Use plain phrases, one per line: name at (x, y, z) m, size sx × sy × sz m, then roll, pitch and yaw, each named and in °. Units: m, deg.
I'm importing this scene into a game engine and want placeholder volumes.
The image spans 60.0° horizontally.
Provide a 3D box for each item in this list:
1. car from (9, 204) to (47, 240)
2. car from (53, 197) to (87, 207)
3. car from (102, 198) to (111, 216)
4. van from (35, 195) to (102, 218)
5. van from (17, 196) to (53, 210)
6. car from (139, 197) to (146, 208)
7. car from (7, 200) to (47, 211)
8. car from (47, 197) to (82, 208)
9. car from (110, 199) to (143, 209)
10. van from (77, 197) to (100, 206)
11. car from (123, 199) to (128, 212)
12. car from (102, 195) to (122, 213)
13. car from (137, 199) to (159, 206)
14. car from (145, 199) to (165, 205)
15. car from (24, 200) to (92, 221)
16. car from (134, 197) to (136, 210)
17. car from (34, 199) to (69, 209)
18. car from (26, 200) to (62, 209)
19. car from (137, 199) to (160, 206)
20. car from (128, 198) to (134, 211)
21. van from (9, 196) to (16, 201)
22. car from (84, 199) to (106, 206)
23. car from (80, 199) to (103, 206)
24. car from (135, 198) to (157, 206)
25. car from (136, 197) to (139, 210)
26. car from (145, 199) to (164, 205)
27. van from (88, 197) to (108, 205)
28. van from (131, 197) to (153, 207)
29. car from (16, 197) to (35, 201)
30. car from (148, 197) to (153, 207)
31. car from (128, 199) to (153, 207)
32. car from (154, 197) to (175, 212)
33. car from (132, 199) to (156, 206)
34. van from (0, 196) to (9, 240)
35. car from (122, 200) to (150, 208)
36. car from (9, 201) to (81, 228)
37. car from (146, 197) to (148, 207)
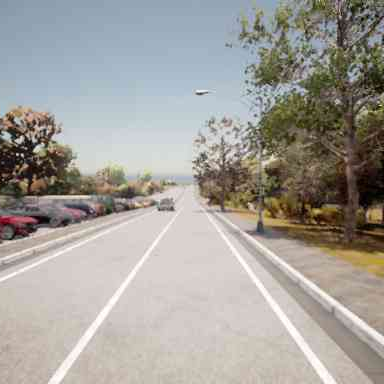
car at (-10.327, 1.508, 16.590) m, size 5.008 × 1.535 × 2.097 m, roll 0°, pitch 0°, yaw 0°
car at (-23.343, 1.913, 63.858) m, size 5.566 × 2.045 × 2.435 m, roll 0°, pitch -1°, yaw 0°
car at (-10.342, 1.582, 30.477) m, size 4.792 × 1.488 × 2.163 m, roll 0°, pitch -1°, yaw 0°
van at (-10.198, 1.318, 27.696) m, size 4.442 × 1.987 × 1.878 m, roll 0°, pitch 0°, yaw 0°
van at (-23.497, 1.670, 49.883) m, size 4.442 × 1.987 × 1.878 m, roll 0°, pitch -1°, yaw 0°
car at (-10.115, 1.893, 49.881) m, size 5.366 × 1.575 × 1.946 m, roll 0°, pitch -1°, yaw 0°
car at (-23.380, 1.885, 47.234) m, size 4.674 × 1.452 × 2.002 m, roll 0°, pitch -1°, yaw 0°
car at (-23.345, 1.860, 61.089) m, size 5.566 × 2.045 × 2.435 m, roll 0°, pitch -1°, yaw 0°
car at (-10.292, 1.951, 52.657) m, size 4.892 × 1.521 × 2.231 m, roll 0°, pitch -1°, yaw 0°
van at (-23.256, 2.155, 74.951) m, size 4.442 × 1.987 × 1.878 m, roll 0°, pitch -1°, yaw 0°
car at (-10.310, 1.723, 38.778) m, size 4.674 × 1.452 × 2.002 m, roll 0°, pitch -1°, yaw 0°
car at (-10.339, 1.325, 33.232) m, size 5.566 × 2.045 × 2.435 m, roll 0°, pitch -1°, yaw 0°
car at (-10.277, 2.440, 77.639) m, size 4.892 × 1.521 × 2.231 m, roll 0°, pitch -1°, yaw 0°
car at (-10.458, 2.881, 94.279) m, size 5.366 × 1.575 × 1.946 m, roll 0°, pitch -2°, yaw 0°
car at (-10.319, 1.575, 24.919) m, size 4.674 × 1.452 × 2.002 m, roll 0°, pitch 0°, yaw 0°
car at (-10.273, 1.664, 44.333) m, size 4.553 × 1.767 × 2.185 m, roll 0°, pitch -1°, yaw 0°
car at (-23.371, 2.005, 55.543) m, size 5.008 × 1.535 × 2.097 m, roll 0°, pitch -1°, yaw 0°
car at (-23.381, 1.989, 52.648) m, size 4.674 × 1.452 × 2.002 m, roll 0°, pitch -1°, yaw 0°
car at (-10.466, 2.501, 80.406) m, size 5.366 × 1.575 × 1.946 m, roll 0°, pitch -1°, yaw 0°
car at (-10.300, 1.736, 41.554) m, size 5.008 × 1.535 × 2.097 m, roll 0°, pitch -1°, yaw 0°
van at (-23.504, 1.457, 38.805) m, size 4.442 × 1.987 × 1.878 m, roll 0°, pitch -1°, yaw 0°
car at (-23.390, 2.532, 80.336) m, size 4.792 × 1.488 × 2.163 m, roll 0°, pitch -2°, yaw 0°
car at (-23.392, 2.469, 77.697) m, size 4.792 × 1.488 × 2.163 m, roll 0°, pitch -1°, yaw 0°
car at (-10.316, 2.254, 74.862) m, size 4.553 × 1.767 × 2.185 m, roll 0°, pitch -1°, yaw 0°
car at (-10.271, 1.717, 47.108) m, size 4.553 × 1.767 × 2.185 m, roll 0°, pitch -1°, yaw 0°
car at (-10.280, 2.807, 91.503) m, size 4.892 × 1.521 × 2.231 m, roll 0°, pitch -2°, yaw 0°
van at (-23.476, 2.348, 83.113) m, size 4.442 × 1.987 × 1.878 m, roll 0°, pitch -1°, yaw 0°
van at (-10.405, 2.044, 69.315) m, size 4.442 × 1.987 × 1.878 m, roll 0°, pitch -1°, yaw 0°
car at (-23.357, 1.485, 41.575) m, size 5.566 × 2.045 × 2.435 m, roll 0°, pitch -1°, yaw 0°
car at (-10.110, 2.053, 58.208) m, size 5.366 × 1.575 × 1.946 m, roll 0°, pitch -1°, yaw 0°
car at (-10.261, 2.246, 66.535) m, size 4.792 × 1.488 × 2.163 m, roll 0°, pitch -1°, yaw 0°
car at (-3.343, 1.640, 43.565) m, size 2.097 × 1.767 × 4.553 m, roll 0°, pitch -1°, yaw 0°
car at (-10.316, 2.353, 72.087) m, size 4.792 × 1.488 × 2.163 m, roll 0°, pitch -1°, yaw 0°
van at (-10.440, 1.274, 13.815) m, size 4.442 × 1.987 × 1.878 m, roll 0°, pitch 0°, yaw 0°
car at (-10.264, 2.139, 60.983) m, size 4.792 × 1.488 × 2.163 m, roll 0°, pitch -1°, yaw 0°
car at (-10.288, 1.556, 22.141) m, size 4.792 × 1.488 × 2.163 m, roll 0°, pitch 0°, yaw 0°
car at (-10.303, 2.004, 55.433) m, size 4.892 × 1.521 × 2.231 m, roll 0°, pitch -1°, yaw 0°
